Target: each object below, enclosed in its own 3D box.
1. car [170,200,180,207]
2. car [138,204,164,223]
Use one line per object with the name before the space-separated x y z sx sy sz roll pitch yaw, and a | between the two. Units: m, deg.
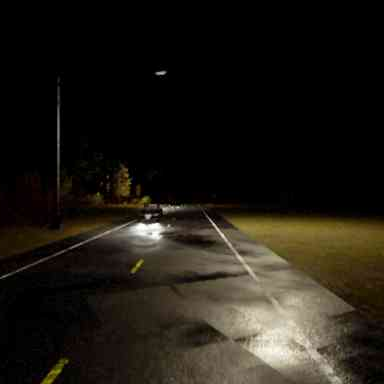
car | -3.518 2.415 70.776 2.033 1.411 5.357 0 -1 0
car | -3.604 1.875 29.700 2.128 1.511 4.902 0 -1 0
